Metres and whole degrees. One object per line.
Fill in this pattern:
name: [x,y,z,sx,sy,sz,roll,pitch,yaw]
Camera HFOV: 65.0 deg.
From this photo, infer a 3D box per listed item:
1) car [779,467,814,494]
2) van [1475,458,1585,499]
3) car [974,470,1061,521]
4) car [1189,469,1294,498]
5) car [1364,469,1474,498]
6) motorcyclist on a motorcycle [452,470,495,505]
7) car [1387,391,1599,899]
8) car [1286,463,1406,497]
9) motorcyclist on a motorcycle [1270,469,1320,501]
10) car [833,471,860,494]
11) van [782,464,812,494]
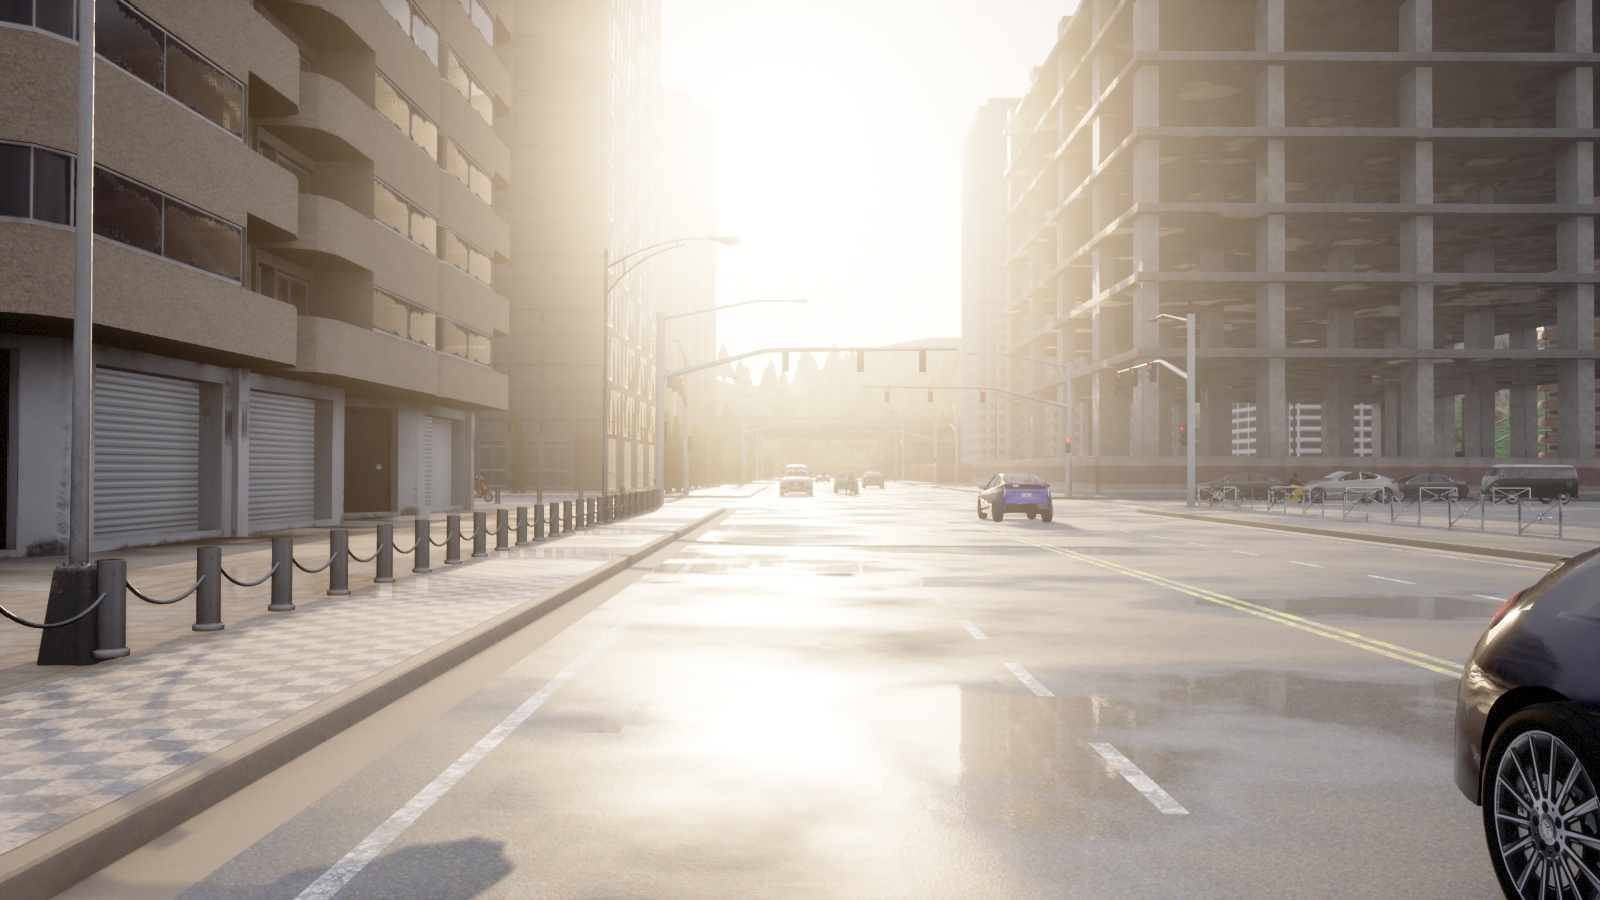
car: [-0.211,1.928,79.617,2.152,1.651,5.027,0,-1,0]
van: [36.441,1.418,62.785,4.442,1.987,1.775,0,-1,0]
car: [6.893,1.409,40.286,2.007,1.525,4.514,0,-1,0]
car: [23.227,1.780,66.199,4.892,1.490,1.837,0,-1,0]
car: [32.643,1.743,66.259,4.892,1.490,1.837,0,-1,-1]
motorcyclist on a motorcycle: [-15.234,1.756,58.636,1.817,1.590,0.866,0,-1,0]
car: [3.492,0.623,2.625,2.152,1.651,5.027,0,-1,0]
car: [27.222,1.480,62.726,5.027,1.651,2.152,0,-1,0]
motorcyclist on a motorcycle: [23.318,1.640,59.201,2.044,1.523,0.797,0,-1,0]
car: [3.265,2.267,88.743,1.789,1.549,3.705,0,-1,0]
van: [-0.237,2.028,89.308,2.069,2.038,4.480,0,0,0]
